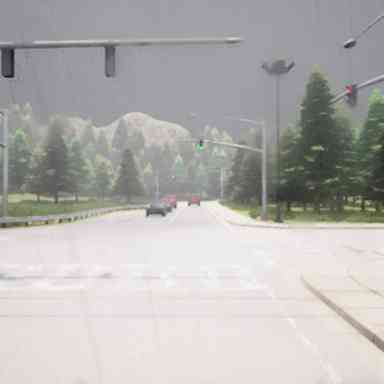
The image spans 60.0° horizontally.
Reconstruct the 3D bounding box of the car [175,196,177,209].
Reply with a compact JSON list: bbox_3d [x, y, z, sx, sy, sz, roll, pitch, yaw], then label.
[{"bbox_3d":[-3.469,1.513,51.701,2.150,2.045,5.566,0,0,1],"label":"car"}]

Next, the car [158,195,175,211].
[{"bbox_3d":[-3.549,1.587,41.013,2.097,1.767,4.553,0,0,0],"label":"car"}]

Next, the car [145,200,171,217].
[{"bbox_3d":[-3.569,1.797,33.890,1.895,1.301,4.718,0,0,0],"label":"car"}]

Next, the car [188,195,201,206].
[{"bbox_3d":[0.425,1.554,60.729,2.150,2.045,5.566,0,0,2],"label":"car"}]

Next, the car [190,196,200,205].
[{"bbox_3d":[0.709,1.742,71.470,2.097,1.767,4.553,0,0,2],"label":"car"}]
